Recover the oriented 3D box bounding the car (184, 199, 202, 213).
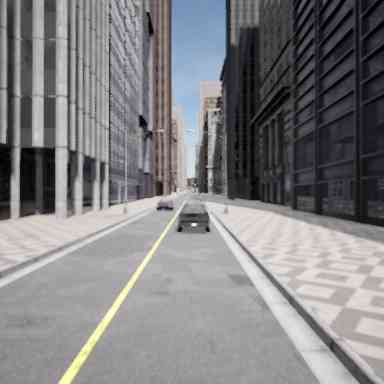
[{"bbox_3d":[0.119,1.495,36.810,1.895,1.301,4.718,0,0,0],"label":"car"}]

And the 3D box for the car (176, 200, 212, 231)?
[{"bbox_3d":[0.112,1.465,20.115,1.837,1.490,4.892,0,1,0],"label":"car"}]

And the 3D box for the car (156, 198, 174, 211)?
[{"bbox_3d":[-3.060,1.433,38.781,2.033,1.411,5.357,0,0,0],"label":"car"}]
